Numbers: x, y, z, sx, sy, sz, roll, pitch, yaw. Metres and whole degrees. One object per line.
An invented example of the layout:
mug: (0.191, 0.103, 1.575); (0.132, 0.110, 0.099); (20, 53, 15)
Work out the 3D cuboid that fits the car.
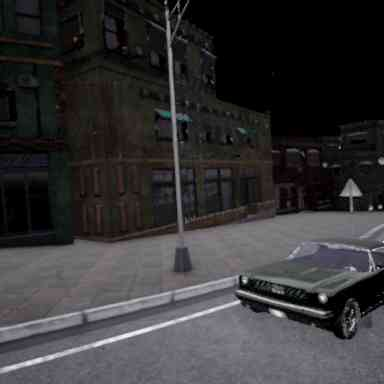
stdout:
car: (3.000, 1.682, 6.908); (4.718, 1.301, 1.895); (1, -1, -43)
